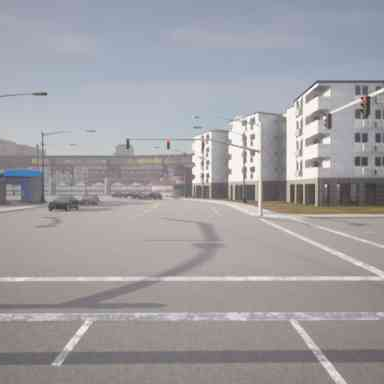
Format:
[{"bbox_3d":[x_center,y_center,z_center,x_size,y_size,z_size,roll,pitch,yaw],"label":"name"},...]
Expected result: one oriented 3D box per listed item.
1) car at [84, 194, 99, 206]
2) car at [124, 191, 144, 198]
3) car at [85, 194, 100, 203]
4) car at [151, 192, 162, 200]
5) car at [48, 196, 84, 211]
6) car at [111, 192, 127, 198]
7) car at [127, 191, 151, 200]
[{"bbox_3d":[-14.024,1.088,45.542,1.812,1.442,4.674,0,1,-9],"label":"car"},{"bbox_3d":[-13.329,0.538,76.307,1.837,1.490,4.892,-1,1,-45],"label":"car"},{"bbox_3d":[-16.546,1.048,55.143,1.895,1.301,4.718,0,1,-23],"label":"car"},{"bbox_3d":[-7.863,0.778,69.164,1.837,1.490,4.892,0,1,-32],"label":"car"},{"bbox_3d":[-13.533,1.163,35.382,1.882,1.535,5.008,0,1,0],"label":"car"},{"bbox_3d":[-16.238,0.629,74.291,1.812,1.442,4.674,-1,1,-45],"label":"car"},{"bbox_3d":[-10.741,0.791,67.167,2.128,1.511,4.902,0,1,-32],"label":"car"}]
